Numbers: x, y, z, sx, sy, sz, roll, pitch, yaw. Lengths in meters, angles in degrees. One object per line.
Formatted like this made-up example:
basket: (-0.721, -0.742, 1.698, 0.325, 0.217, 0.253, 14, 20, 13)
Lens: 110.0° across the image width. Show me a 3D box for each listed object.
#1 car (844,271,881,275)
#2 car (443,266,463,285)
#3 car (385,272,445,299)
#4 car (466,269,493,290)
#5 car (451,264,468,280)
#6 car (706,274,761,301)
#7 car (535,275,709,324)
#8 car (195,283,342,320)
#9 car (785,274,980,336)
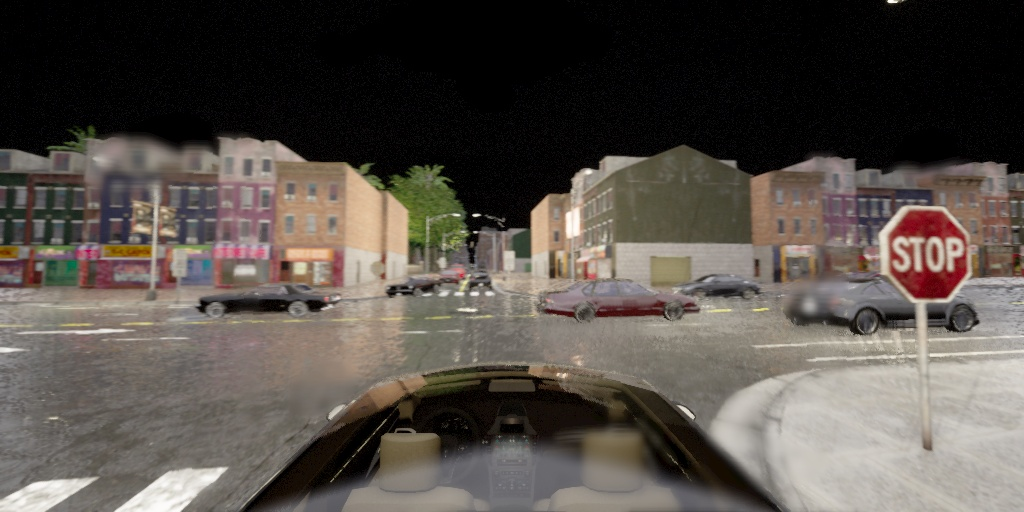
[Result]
car: (17.097, 1.495, 17.351, 4.902, 1.511, 2.128, 0, -3, -6)
car: (-6.258, 2.103, 36.159, 1.882, 1.535, 5.008, 0, -2, -6)
car: (-6.214, 1.927, 23.038, 1.895, 1.301, 4.718, -2, -1, 10)
car: (-2.646, 1.973, 29.519, 1.837, 1.490, 4.892, -1, -1, -7)
car: (-7.589, 2.183, 49.653, 2.150, 2.045, 5.566, 0, -2, -5)
car: (11.313, 1.724, 19.963, 4.674, 1.442, 1.812, 0, -3, -7)
car: (3.528, 1.489, 12.384, 5.357, 1.411, 2.033, 0, -3, -6)
car: (-9.584, 1.758, 14.378, 4.718, 1.301, 1.895, 0, -3, -6)
car: (9.941, 1.305, 9.825, 4.181, 1.385, 1.994, 0, -3, -6)
